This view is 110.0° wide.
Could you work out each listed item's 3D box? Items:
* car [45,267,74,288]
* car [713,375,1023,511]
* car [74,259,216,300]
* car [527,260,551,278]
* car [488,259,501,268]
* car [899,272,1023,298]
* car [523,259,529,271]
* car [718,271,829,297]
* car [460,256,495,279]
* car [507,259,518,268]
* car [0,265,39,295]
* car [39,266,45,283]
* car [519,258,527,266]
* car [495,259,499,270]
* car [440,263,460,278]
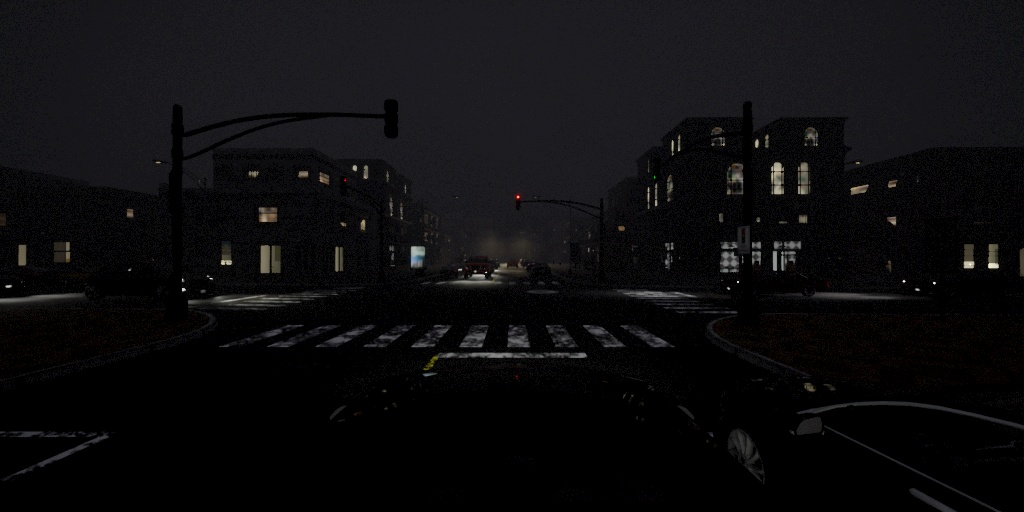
[{"bbox_3d":[-25.456,1.194,22.362,4.829,1.417,1.751,0,0,1],"label":"car"},{"bbox_3d":[2.691,1.300,1.580,2.007,1.370,4.403,0,0,0],"label":"car"},{"bbox_3d":[-16.428,1.028,16.471,4.553,1.767,2.097,0,0,0],"label":"car"},{"bbox_3d":[2.688,1.318,33.970,1.948,1.339,4.313,0,0,0],"label":"car"},{"bbox_3d":[-3.056,1.306,63.090,2.033,1.411,5.357,0,0,1],"label":"car"},{"bbox_3d":[23.749,1.481,19.022,4.718,1.301,1.895,0,0,1],"label":"car"},{"bbox_3d":[2.687,1.336,45.012,1.802,1.307,4.207,0,0,0],"label":"car"},{"bbox_3d":[13.800,1.432,19.168,4.718,1.301,1.895,0,0,1],"label":"car"},{"bbox_3d":[-3.115,0.975,33.519,2.150,2.045,5.566,0,0,1],"label":"car"},{"bbox_3d":[0.095,1.236,62.619,1.882,1.535,5.008,0,0,0],"label":"car"},{"bbox_3d":[-25.621,1.141,16.579,4.892,1.490,1.837,0,0,1],"label":"car"},{"bbox_3d":[-30.822,1.227,22.445,4.207,1.307,1.802,0,0,1],"label":"car"},{"bbox_3d":[2.685,1.309,61.579,2.007,1.370,4.403,0,0,0],"label":"car"},{"bbox_3d":[-3.099,1.245,43.447,2.128,1.511,4.902,0,0,1],"label":"car"},{"bbox_3d":[-5.693,1.335,33.982,1.802,1.307,4.207,0,0,0],"label":"car"}]
